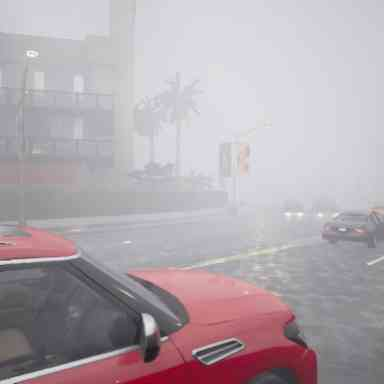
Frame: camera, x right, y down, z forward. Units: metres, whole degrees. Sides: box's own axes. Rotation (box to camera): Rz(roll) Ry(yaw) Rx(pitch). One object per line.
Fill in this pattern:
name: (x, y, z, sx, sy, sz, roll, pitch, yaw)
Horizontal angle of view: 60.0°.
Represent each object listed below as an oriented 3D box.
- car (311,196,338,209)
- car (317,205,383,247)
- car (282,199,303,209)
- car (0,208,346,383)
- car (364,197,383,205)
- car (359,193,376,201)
car: (14.929, 1.331, 37.583, 2.097, 1.767, 4.553, 0, 0, 10)
car: (7.671, 1.541, 15.076, 2.033, 1.411, 5.357, 0, 0, 42)
car: (11.430, 1.545, 37.965, 1.994, 1.385, 4.181, 0, 0, 11)
car: (-1.545, 1.221, 2.181, 5.566, 2.045, 2.150, 0, 0, -36)
car: (16.072, 1.467, 28.713, 1.882, 1.535, 5.008, 0, 0, 21)
car: (36.605, 1.224, 70.992, 2.185, 1.767, 4.553, 0, 0, -14)
